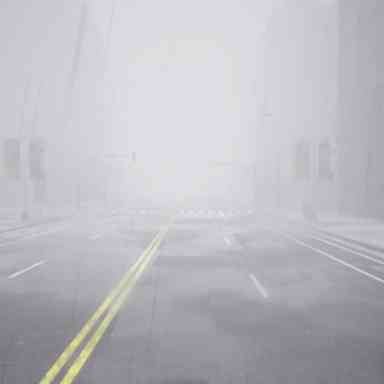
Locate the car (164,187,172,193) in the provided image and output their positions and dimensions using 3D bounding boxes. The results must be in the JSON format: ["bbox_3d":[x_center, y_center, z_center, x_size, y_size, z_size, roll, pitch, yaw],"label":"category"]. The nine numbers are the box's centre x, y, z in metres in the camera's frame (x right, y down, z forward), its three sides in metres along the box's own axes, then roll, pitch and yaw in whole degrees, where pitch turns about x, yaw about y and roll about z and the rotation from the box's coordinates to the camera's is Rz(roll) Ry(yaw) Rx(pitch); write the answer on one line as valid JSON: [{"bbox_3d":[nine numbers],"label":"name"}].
[{"bbox_3d":[-6.482,-0.586,88.957,1.812,1.442,4.674,0,2,0],"label":"car"}]

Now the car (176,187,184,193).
[{"bbox_3d":[-3.232,-0.585,88.956,2.128,1.511,4.902,0,2,0],"label":"car"}]

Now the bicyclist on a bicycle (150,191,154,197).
[{"bbox_3d":[-8.725,0.275,72.287,0.866,1.612,1.509,0,2,0],"label":"bicyclist on a bicycle"}]
